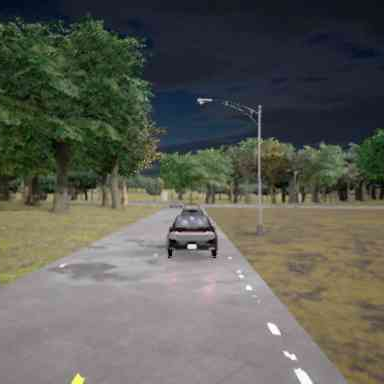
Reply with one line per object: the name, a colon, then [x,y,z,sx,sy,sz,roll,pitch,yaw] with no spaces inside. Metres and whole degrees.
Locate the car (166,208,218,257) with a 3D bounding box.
car: [0.019,1.624,13.512,2.128,1.511,4.902,0,0,0]

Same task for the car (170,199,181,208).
car: [-2.784,2.036,58.644,2.097,1.767,4.553,0,-1,0]

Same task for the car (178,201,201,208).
car: [0.015,1.785,28.504,1.837,1.490,4.892,0,0,0]
